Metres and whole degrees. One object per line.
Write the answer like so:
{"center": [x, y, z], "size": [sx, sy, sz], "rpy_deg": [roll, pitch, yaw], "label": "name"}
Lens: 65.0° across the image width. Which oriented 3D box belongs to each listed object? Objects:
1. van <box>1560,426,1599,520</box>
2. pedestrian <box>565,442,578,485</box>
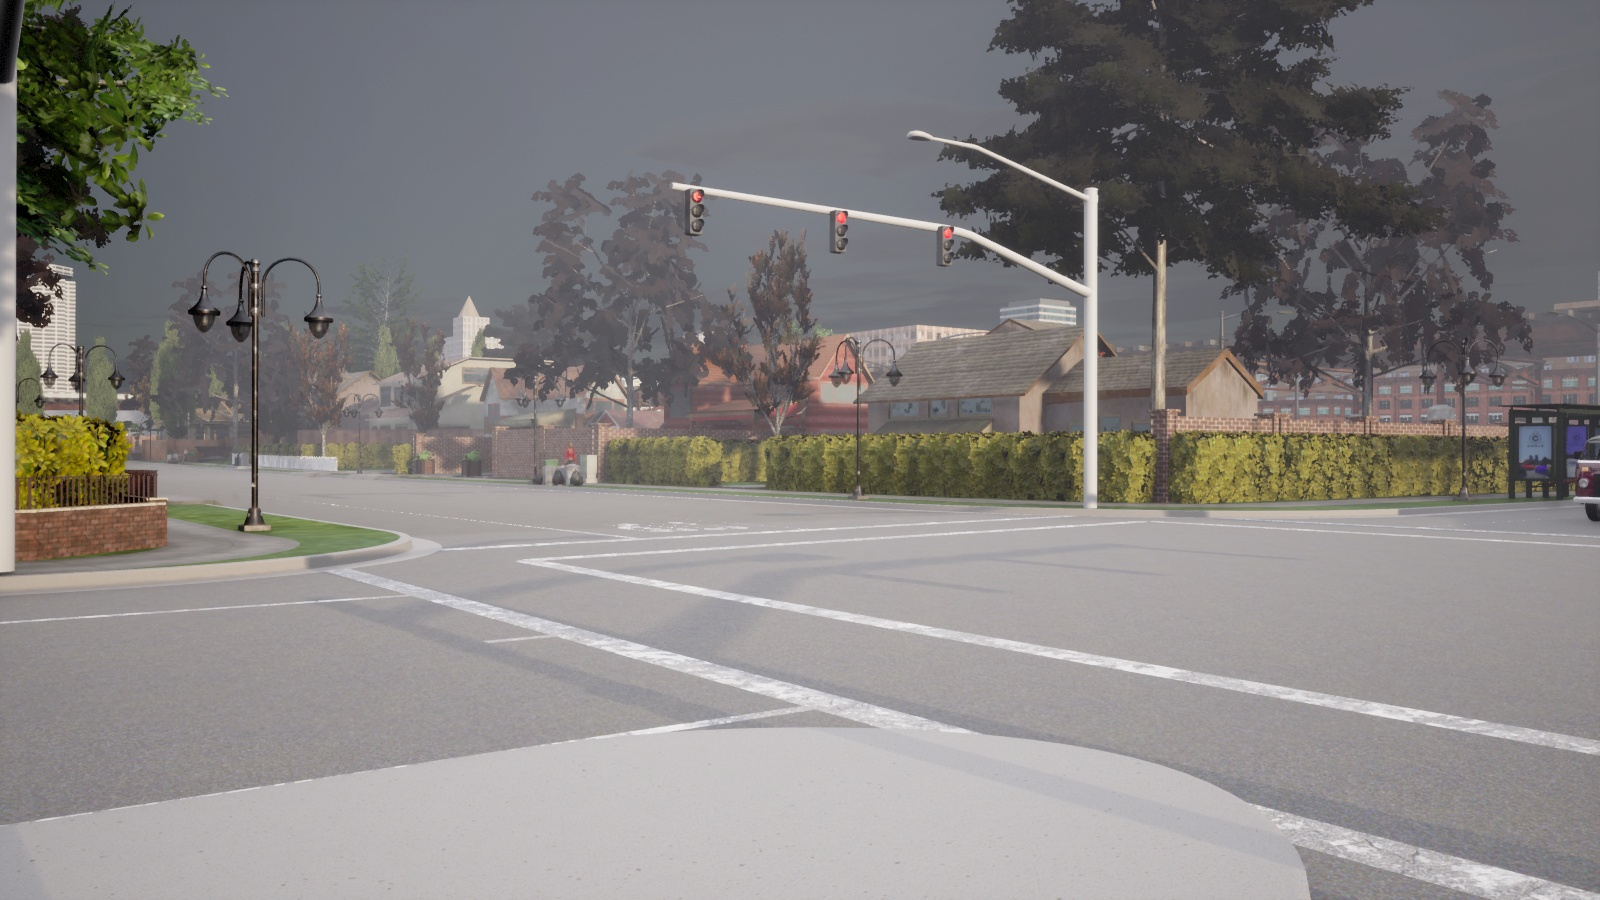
{"center": [19.198, 0.497, 28.227], "size": [4.480, 2.038, 2.069], "rpy_deg": [0, 0, -37], "label": "van"}
{"center": [-9.836, 0.563, 54.071], "size": [0.331, 1.846, 0.636], "rpy_deg": [0, 0, -36], "label": "pedestrian"}
